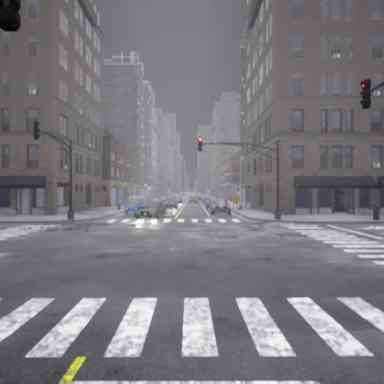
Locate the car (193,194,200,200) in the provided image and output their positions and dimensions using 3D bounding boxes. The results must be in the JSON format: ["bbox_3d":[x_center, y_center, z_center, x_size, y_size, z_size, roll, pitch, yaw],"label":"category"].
[{"bbox_3d":[1.140,1.411,89.751,1.801,1.575,5.366,0,0,0],"label":"car"}]

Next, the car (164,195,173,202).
[{"bbox_3d":[-5.549,1.490,78.766,1.752,1.417,4.829,0,0,0],"label":"car"}]

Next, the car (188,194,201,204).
[{"bbox_3d":[0.247,1.577,63.159,1.895,1.301,4.718,0,0,0],"label":"car"}]

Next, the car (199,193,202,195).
[{"bbox_3d":[2.932,1.524,67.574,2.008,1.369,4.403,0,0,0],"label":"car"}]

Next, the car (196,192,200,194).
[{"bbox_3d":[0.287,1.262,73.132,1.882,1.535,5.008,0,0,0],"label":"car"}]

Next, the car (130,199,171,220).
[{"bbox_3d":[-3.429,1.553,28.119,1.994,1.385,4.181,0,0,8],"label":"car"}]

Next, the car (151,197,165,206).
[{"bbox_3d":[-5.639,1.545,56.264,1.947,1.339,4.313,0,0,0],"label":"car"}]

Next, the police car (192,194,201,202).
[{"bbox_3d":[1.109,1.389,79.656,1.930,1.638,5.238,0,0,-1],"label":"police car"}]

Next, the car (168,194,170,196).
[{"bbox_3d":[-5.617,1.502,61.762,1.752,1.417,4.829,0,0,0],"label":"car"}]

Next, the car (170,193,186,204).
[{"bbox_3d":[-2.799,1.468,63.252,2.128,1.511,4.902,0,0,1],"label":"car"}]

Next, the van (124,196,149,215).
[{"bbox_3d":[-5.729,1.329,33.590,1.690,1.788,3.998,0,0,0],"label":"van"}]

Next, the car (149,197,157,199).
[{"bbox_3d":[-5.706,1.427,39.259,1.967,1.590,4.097,0,0,0],"label":"car"}]

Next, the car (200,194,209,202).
[{"bbox_3d":[2.977,1.404,78.913,1.967,1.590,4.097,0,0,0],"label":"car"}]

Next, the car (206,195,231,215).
[{"bbox_3d":[2.797,1.428,33.559,1.967,1.590,4.097,0,0,0],"label":"car"}]

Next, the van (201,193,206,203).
[{"bbox_3d":[2.887,1.321,56.235,1.690,1.788,3.998,0,0,0],"label":"van"}]

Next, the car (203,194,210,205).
[{"bbox_3d":[2.842,1.425,44.897,1.967,1.590,4.097,0,0,0],"label":"car"}]

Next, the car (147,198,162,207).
[{"bbox_3d":[-5.661,1.564,50.595,1.802,1.307,4.206,0,0,0],"label":"car"}]

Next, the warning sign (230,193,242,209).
[{"bbox_3d":[5.222,1.102,39.543,1.300,1.860,1.060,0,0,0],"label":"warning sign"}]

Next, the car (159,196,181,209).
[{"bbox_3d":[-2.921,1.549,44.369,1.994,1.385,4.181,0,0,0],"label":"car"}]

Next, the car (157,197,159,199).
[{"bbox_3d":[-5.684,1.550,44.927,1.947,1.339,4.313,0,0,0],"label":"car"}]

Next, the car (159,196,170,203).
[{"bbox_3d":[-5.593,1.539,67.600,1.947,1.339,4.313,0,0,0],"label":"car"}]

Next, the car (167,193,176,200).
[{"bbox_3d":[-5.503,1.270,90.273,2.192,1.841,5.009,0,0,0],"label":"car"}]

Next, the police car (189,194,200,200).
[{"bbox_3d":[0.649,1.375,95.580,1.930,1.638,5.238,0,0,-16],"label":"police car"}]

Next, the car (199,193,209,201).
[{"bbox_3d":[2.999,1.275,84.581,2.192,1.841,5.009,0,0,0],"label":"car"}]
